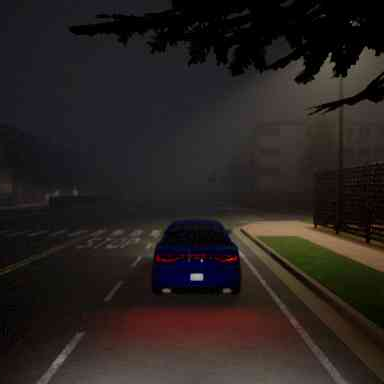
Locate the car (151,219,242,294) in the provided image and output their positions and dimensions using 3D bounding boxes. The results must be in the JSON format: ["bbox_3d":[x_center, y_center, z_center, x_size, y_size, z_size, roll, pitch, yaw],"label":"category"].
[{"bbox_3d":[0.095,1.440,8.727,1.882,1.535,5.008,0,0,0],"label":"car"}]
